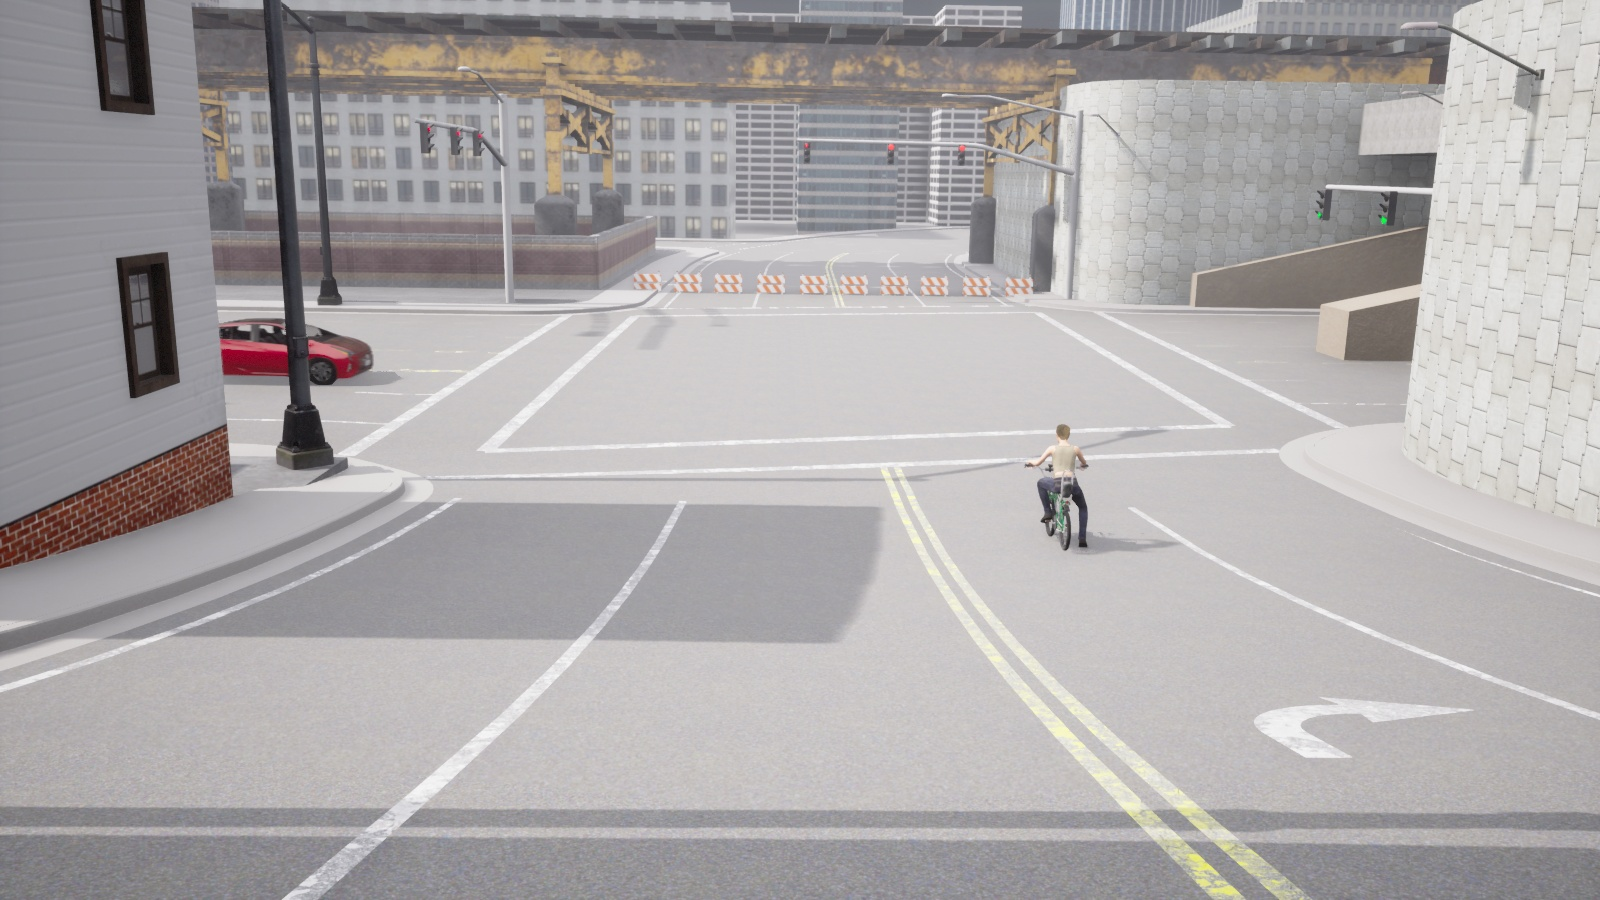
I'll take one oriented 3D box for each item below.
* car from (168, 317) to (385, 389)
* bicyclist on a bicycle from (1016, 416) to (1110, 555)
[{"bbox_3d":[-13.085,-2.463,31.624,4.514,1.525,2.007,0,12,0],"label":"car"},{"bbox_3d":[3.445,0.432,16.594,0.866,1.612,1.509,0,7,0],"label":"bicyclist on a bicycle"}]
